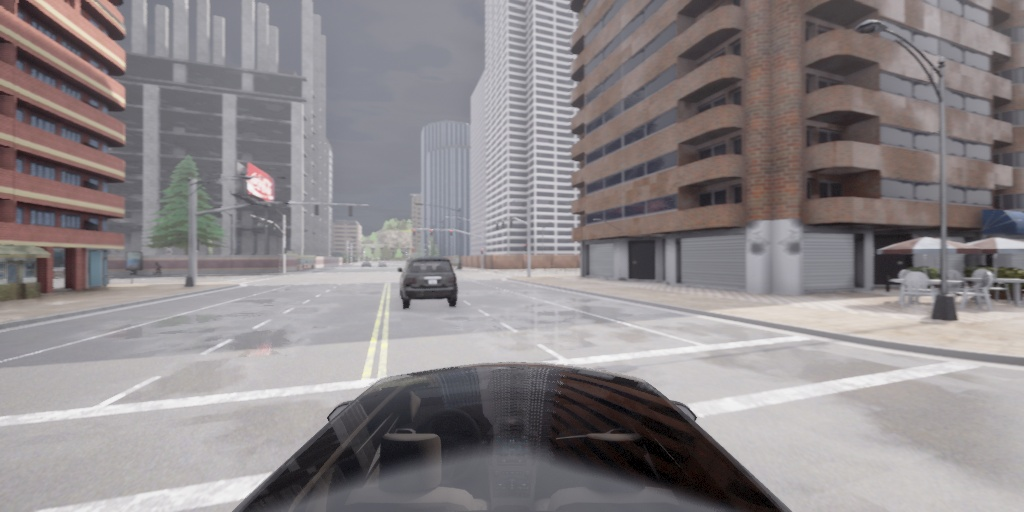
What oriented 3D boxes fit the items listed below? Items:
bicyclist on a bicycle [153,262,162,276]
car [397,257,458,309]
[{"bbox_3d":[-42.173,1.507,42.634,0.582,1.620,1.656,0,0,-19],"label":"bicyclist on a bicycle"},{"bbox_3d":[-3.830,1.087,16.018,2.150,2.045,5.566,0,0,-19],"label":"car"}]
